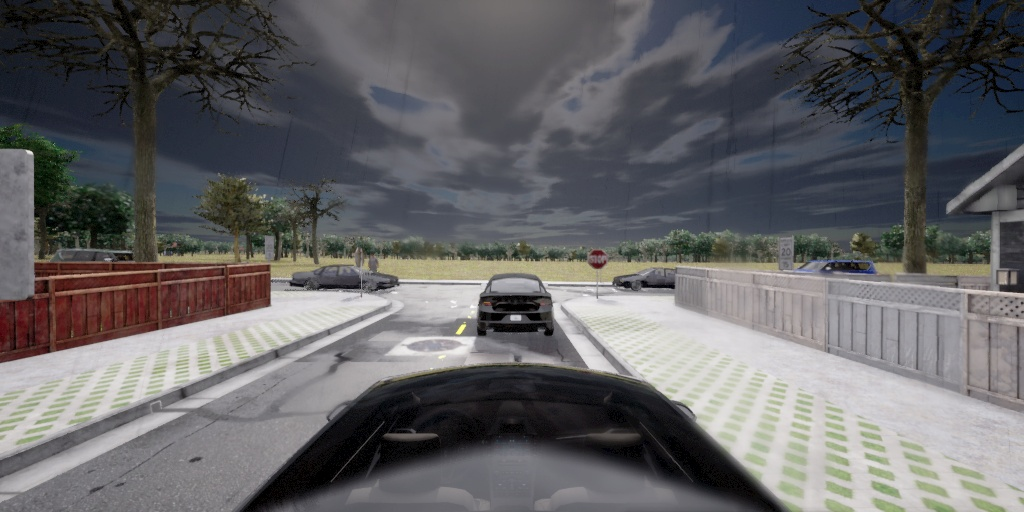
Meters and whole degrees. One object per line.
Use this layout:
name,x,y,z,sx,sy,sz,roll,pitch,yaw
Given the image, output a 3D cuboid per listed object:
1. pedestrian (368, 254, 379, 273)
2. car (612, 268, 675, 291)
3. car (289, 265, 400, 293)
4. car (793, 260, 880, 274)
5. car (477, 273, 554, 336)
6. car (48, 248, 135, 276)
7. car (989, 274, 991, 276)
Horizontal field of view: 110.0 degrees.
pedestrian,-9.750,0.748,25.152,0.375,1.860,0.375,0,-1,-1
car,9.113,1.435,22.413,5.357,1.411,2.033,1,0,-1
car,-8.908,1.191,19.296,5.357,1.411,2.033,1,0,-1
car,19.717,1.259,22.513,5.566,2.045,2.150,1,0,-1
car,0.080,1.226,10.463,1.882,1.535,5.008,0,0,0
car,-21.210,0.670,19.193,5.566,2.045,2.150,2,0,0
car,32.013,1.561,22.610,4.553,1.767,2.097,1,0,0
